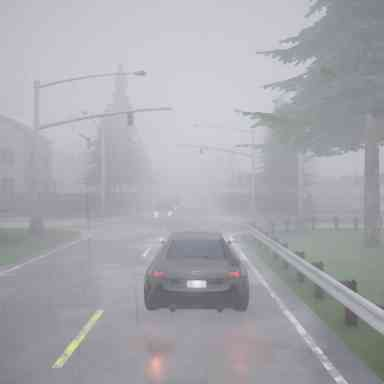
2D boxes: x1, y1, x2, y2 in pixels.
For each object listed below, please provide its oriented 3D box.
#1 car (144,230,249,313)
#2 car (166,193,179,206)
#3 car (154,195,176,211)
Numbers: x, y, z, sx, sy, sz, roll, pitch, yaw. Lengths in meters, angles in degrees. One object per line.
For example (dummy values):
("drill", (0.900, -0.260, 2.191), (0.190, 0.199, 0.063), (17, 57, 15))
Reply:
("car", (0.101, 1.562, 7.755), (1.994, 1.385, 4.181), (0, 0, 1))
("car", (-3.328, 1.197, 53.488), (2.150, 2.045, 5.566), (0, 1, 1))
("car", (-3.395, 1.466, 41.605), (1.882, 1.535, 5.008), (0, 0, 0))
